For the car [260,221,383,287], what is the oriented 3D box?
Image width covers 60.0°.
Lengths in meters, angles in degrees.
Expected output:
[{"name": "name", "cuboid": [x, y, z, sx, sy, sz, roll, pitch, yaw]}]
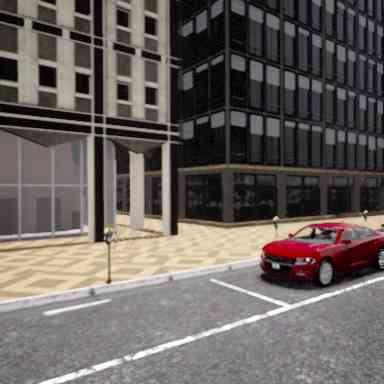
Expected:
[{"name": "car", "cuboid": [3.848, 1.534, 9.318, 4.507, 1.381, 1.887, 0, 0, -36]}]
